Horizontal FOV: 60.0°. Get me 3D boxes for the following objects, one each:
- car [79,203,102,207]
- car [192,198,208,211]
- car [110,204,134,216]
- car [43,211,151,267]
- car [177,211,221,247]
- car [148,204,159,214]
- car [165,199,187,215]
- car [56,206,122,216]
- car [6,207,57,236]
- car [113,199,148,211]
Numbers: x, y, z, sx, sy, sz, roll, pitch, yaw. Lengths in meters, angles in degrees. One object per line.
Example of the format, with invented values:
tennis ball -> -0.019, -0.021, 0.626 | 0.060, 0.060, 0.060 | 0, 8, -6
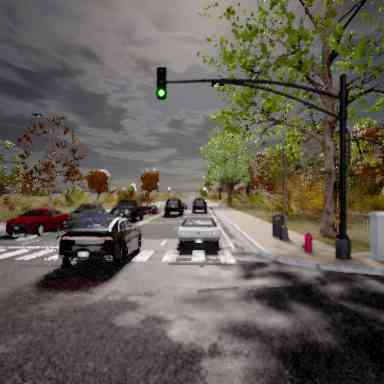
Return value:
car -> -9.220, 1.774, 29.791 | 2.097, 1.767, 4.553 | 0, -1, 2
car -> 1.160, 1.970, 49.338 | 2.150, 2.045, 5.566 | 0, -1, 2
car -> -8.841, 2.218, 42.484 | 1.895, 1.301, 4.718 | 0, -1, 2
car -> -3.002, 1.617, 11.782 | 2.128, 1.511, 4.902 | 0, -2, 1
car -> 0.354, 1.844, 16.459 | 1.895, 1.301, 4.718 | 0, -1, 1
car -> -5.555, 2.209, 43.712 | 1.994, 1.385, 4.181 | 0, -1, 2
car -> -2.191, 1.852, 42.145 | 2.150, 2.045, 5.566 | 0, -1, 2
car -> -6.222, 1.840, 20.887 | 2.033, 1.411, 5.357 | 0, -1, 2
car -> -9.470, 1.759, 20.779 | 1.882, 1.535, 5.008 | 0, -1, 4
car -> -5.929, 1.673, 31.064 | 2.150, 2.045, 5.566 | 0, -1, 2
